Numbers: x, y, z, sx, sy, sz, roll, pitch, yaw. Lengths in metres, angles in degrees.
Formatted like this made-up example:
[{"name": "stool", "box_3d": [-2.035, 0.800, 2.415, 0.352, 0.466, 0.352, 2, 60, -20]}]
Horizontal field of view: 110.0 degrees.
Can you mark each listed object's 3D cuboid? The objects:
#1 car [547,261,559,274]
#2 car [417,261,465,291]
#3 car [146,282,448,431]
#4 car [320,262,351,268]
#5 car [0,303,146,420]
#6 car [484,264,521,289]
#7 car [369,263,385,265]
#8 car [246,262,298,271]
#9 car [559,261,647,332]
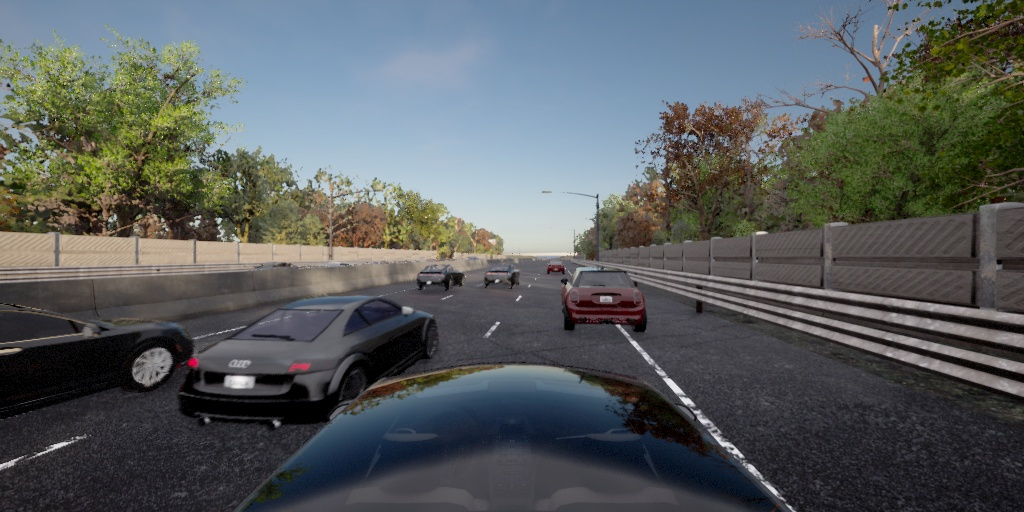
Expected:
[{"name": "car", "box_3d": [5.011, 1.266, 40.806, 1.882, 1.535, 5.008, 0, 0, 7]}, {"name": "car", "box_3d": [-4.253, 1.260, 22.094, 2.128, 1.511, 4.902, 0, 0, 7]}, {"name": "car", "box_3d": [-2.673, 1.317, 5.819, 1.994, 1.385, 4.181, 0, 0, 7]}, {"name": "car", "box_3d": [-17.070, 1.309, 34.611, 1.812, 1.442, 4.674, 0, 0, 7]}, {"name": "car", "box_3d": [-6.417, 1.256, 3.983, 1.837, 1.490, 4.892, 0, 0, 7]}, {"name": "car", "box_3d": [-0.561, 1.261, 23.493, 2.128, 1.511, 4.902, 0, 0, 7]}, {"name": "car", "box_3d": [-13.419, 1.348, 35.556, 1.994, 1.385, 4.181, 0, 0, 7]}, {"name": "car", "box_3d": [-20.964, 1.285, 31.425, 1.837, 1.490, 4.892, 0, 0, 7]}, {"name": "car", "box_3d": [2.616, 1.108, 11.114, 2.097, 1.767, 4.553, 0, 0, 7]}]
